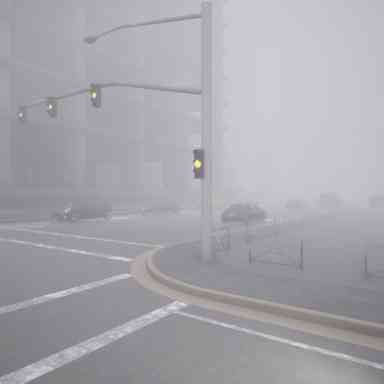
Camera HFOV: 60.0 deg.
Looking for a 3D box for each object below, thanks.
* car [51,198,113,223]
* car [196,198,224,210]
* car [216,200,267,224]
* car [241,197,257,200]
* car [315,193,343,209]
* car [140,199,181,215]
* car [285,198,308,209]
[{"bbox_3d":[-8.329,1.297,25.407,2.097,1.767,4.553,0,0,36],"label":"car"},{"bbox_3d":[2.385,1.422,40.519,1.882,1.535,5.008,0,0,36],"label":"car"},{"bbox_3d":[3.854,1.508,24.085,1.994,1.385,4.181,0,0,35],"label":"car"},{"bbox_3d":[8.246,1.470,48.734,1.812,1.442,4.674,0,0,36],"label":"car"},{"bbox_3d":[18.953,1.166,45.412,2.150,2.045,5.566,0,0,35],"label":"car"},{"bbox_3d":[-3.065,1.436,32.831,2.128,1.511,4.902,0,0,35],"label":"car"},{"bbox_3d":[13.998,1.506,44.470,1.994,1.385,4.181,0,0,35],"label":"car"}]
